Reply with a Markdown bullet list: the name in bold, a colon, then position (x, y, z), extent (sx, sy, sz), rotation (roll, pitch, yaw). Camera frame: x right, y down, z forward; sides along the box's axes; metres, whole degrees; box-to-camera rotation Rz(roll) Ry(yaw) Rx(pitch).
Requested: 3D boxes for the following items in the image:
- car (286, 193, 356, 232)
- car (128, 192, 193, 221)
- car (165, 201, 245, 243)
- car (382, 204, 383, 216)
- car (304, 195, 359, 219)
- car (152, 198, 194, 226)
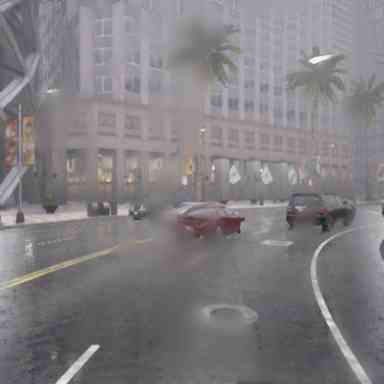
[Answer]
- **car**: position (7.456, 1.061, 19.230), extent (2.150, 2.045, 5.566), rotation (0, 0, 42)
- **car**: position (-2.018, 1.016, 24.195), extent (2.150, 2.045, 5.566), rotation (0, 0, 39)
- **car**: position (0.978, 1.345, 15.681), extent (1.882, 1.535, 5.008), rotation (0, 0, 27)
- **car**: position (17.845, 1.125, 27.499), extent (4.553, 1.767, 2.097), rotation (0, 1, -30)
- **car**: position (11.299, 1.130, 26.899), extent (4.553, 1.767, 2.097), rotation (-1, 1, -37)
- **car**: position (-0.081, 1.349, 20.853), extent (1.812, 1.442, 4.674), rotation (0, 0, 37)
